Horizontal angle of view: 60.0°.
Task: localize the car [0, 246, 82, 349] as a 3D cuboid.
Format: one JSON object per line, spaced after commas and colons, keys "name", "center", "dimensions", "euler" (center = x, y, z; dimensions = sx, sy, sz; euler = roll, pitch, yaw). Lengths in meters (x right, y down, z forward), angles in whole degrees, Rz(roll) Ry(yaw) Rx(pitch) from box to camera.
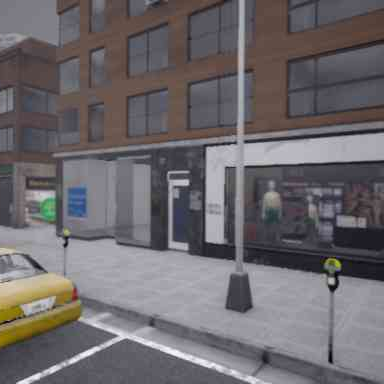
{"name": "car", "center": [-3.978, 1.527, 5.906], "dimensions": [4.829, 1.417, 1.752], "euler": [0, 1, 35]}
